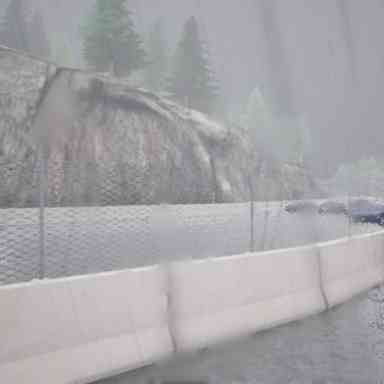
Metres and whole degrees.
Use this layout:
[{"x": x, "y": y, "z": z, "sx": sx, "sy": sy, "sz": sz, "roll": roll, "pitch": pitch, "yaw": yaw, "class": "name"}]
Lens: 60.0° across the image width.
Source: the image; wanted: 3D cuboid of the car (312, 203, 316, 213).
[{"x": 12.965, "y": 1.773, "z": 39.107, "sx": 2.033, "sy": 1.411, "sz": 5.357, "roll": 0, "pitch": 0, "yaw": 43, "class": "car"}]
